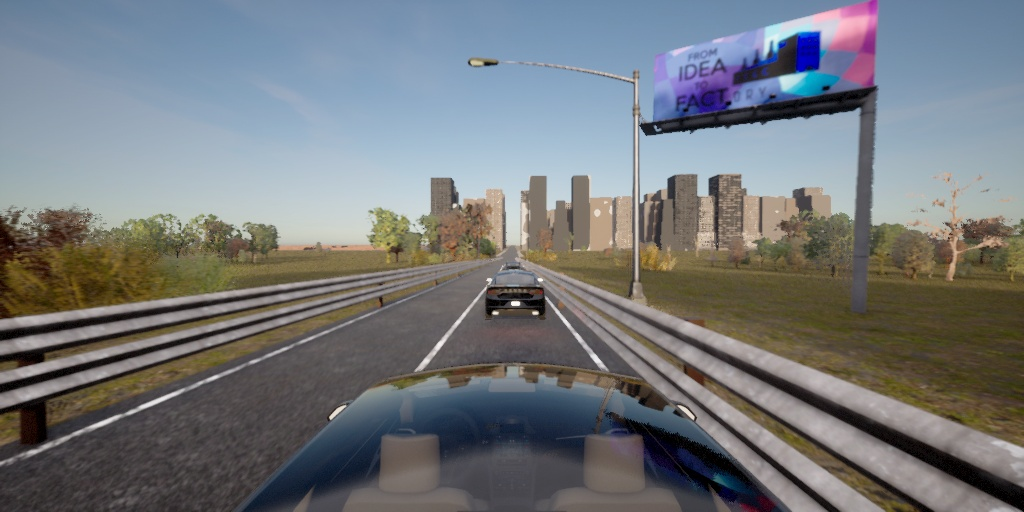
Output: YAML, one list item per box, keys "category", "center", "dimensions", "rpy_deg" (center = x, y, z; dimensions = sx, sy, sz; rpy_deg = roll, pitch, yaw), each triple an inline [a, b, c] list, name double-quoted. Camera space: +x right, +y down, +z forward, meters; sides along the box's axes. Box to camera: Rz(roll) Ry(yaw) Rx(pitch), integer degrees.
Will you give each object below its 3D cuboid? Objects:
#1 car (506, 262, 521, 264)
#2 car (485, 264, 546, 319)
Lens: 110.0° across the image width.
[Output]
- category: "car"
  center: [0.102, 1.245, 32.382]
  dimensions: [1.837, 1.490, 4.892]
  rpy_deg: [0, 0, 0]
- category: "car"
  center: [0.101, 1.224, 12.804]
  dimensions: [1.882, 1.535, 5.008]
  rpy_deg: [0, 0, 0]
